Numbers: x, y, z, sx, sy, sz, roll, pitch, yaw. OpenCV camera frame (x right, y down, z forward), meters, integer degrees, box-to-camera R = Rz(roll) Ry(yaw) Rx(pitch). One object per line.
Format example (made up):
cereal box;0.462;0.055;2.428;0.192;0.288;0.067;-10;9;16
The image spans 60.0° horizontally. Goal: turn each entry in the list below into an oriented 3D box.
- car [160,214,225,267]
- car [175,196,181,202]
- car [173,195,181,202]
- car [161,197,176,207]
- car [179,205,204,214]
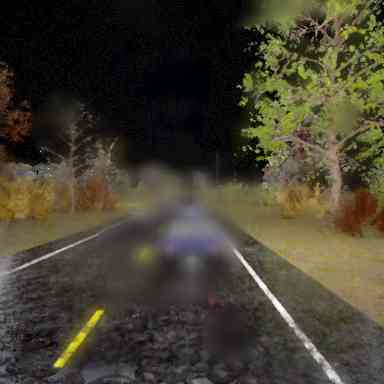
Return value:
car;0.022;1.689;11.762;1.895;1.301;4.718;0;0;0
car;-3.832;1.845;83.926;1.882;1.535;5.008;0;0;-2
car;-3.995;1.837;91.175;2.097;1.767;4.553;0;0;0
car;-4.293;1.968;58.188;1.994;1.385;4.181;0;0;-4
car;-0.040;1.770;27.588;1.994;1.385;4.181;0;0;0
